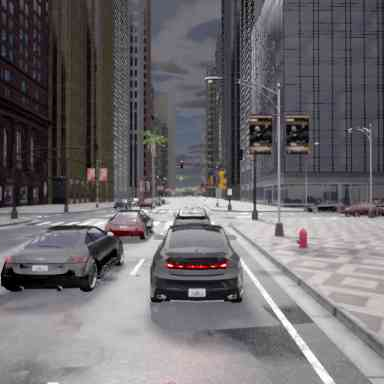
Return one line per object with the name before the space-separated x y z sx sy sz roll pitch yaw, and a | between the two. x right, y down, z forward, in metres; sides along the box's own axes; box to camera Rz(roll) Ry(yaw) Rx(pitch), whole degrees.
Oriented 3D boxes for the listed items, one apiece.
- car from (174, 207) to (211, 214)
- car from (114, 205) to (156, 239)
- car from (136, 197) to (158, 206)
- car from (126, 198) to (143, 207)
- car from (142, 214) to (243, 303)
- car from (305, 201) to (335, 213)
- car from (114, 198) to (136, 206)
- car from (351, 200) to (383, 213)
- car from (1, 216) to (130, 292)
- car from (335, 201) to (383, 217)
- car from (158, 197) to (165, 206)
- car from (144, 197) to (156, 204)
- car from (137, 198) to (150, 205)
car | 0.022 1.530 17.543 2.128 1.511 4.902 0 0 0
car | -3.176 1.601 17.396 1.994 1.385 4.181 0 0 0
car | -6.674 1.708 50.054 1.882 1.535 5.008 0 0 0
car | -9.923 1.776 57.878 2.128 1.511 4.902 0 0 0
car | 0.088 1.515 8.222 1.837 1.490 4.892 0 0 0
car | 15.126 1.662 37.790 4.313 1.339 1.947 0 0 -1
car | -9.925 1.766 48.324 2.033 1.411 5.357 0 0 0
car | 20.766 1.642 37.887 4.313 1.339 1.947 0 0 -1
car | -3.170 1.576 8.997 1.994 1.385 4.181 0 0 1
car | 15.270 1.576 29.267 4.206 1.307 1.802 0 0 -1
car | -6.664 1.653 60.091 2.097 1.767 4.553 0 0 0
car | -9.874 1.988 78.358 2.033 1.411 5.357 0 0 0
car | -9.861 1.925 67.764 1.994 1.385 4.181 0 0 1
